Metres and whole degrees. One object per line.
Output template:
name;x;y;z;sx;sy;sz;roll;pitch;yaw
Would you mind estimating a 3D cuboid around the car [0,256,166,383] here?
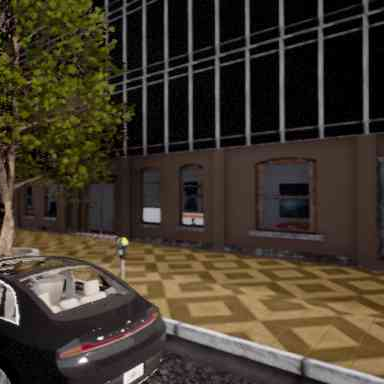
car;-2.357;1.572;4.551;4.403;1.369;2.008;0;0;35
